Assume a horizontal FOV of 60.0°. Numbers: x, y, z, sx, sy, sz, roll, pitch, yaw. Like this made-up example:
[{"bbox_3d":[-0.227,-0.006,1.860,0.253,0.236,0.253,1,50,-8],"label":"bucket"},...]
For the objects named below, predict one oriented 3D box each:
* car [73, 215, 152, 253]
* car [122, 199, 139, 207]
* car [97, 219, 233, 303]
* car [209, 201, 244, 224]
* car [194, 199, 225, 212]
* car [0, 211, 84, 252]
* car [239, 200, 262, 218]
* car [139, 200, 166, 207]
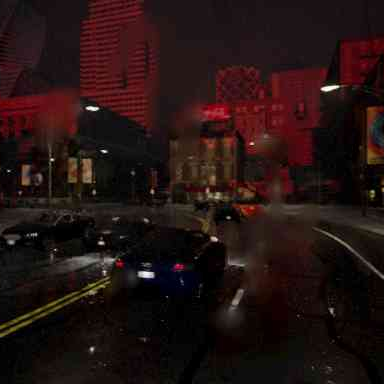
[{"bbox_3d":[-2.805,1.676,13.994,1.994,1.385,4.181,0,0,14],"label":"car"},{"bbox_3d":[-11.399,2.018,63.845,4.674,1.452,2.002,-1,0,36],"label":"car"},{"bbox_3d":[-0.353,1.624,8.541,1.994,1.385,4.181,0,0,16],"label":"car"},{"bbox_3d":[2.606,1.687,26.358,1.812,1.442,4.674,0,0,-1],"label":"car"},{"bbox_3d":[1.849,1.770,43.164,2.128,1.511,4.902,0,0,-25],"label":"car"},{"bbox_3d":[-6.154,1.629,14.817,2.128,1.511,4.902,0,0,15],"label":"car"},{"bbox_3d":[5.236,1.539,32.694,2.097,1.767,4.553,0,0,-9],"label":"car"},{"bbox_3d":[-6.899,2.042,60.297,1.895,1.301,4.718,0,-1,-44],"label":"car"}]
